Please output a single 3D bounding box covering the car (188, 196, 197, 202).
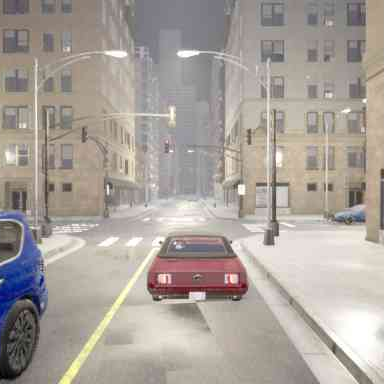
[{"bbox_3d":[0.098,1.567,75.174,1.895,1.301,4.718,0,0,0],"label":"car"}]

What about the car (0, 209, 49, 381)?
[{"bbox_3d":[-3.117,1.223,2.546,2.150,2.045,5.566,0,0,0],"label":"car"}]

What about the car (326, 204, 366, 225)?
[{"bbox_3d":[12.198,1.512,22.852,5.357,1.411,2.033,0,0,3],"label":"car"}]

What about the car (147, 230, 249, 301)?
[{"bbox_3d":[0.093,1.601,8.261,1.895,1.301,4.718,0,0,0],"label":"car"}]
